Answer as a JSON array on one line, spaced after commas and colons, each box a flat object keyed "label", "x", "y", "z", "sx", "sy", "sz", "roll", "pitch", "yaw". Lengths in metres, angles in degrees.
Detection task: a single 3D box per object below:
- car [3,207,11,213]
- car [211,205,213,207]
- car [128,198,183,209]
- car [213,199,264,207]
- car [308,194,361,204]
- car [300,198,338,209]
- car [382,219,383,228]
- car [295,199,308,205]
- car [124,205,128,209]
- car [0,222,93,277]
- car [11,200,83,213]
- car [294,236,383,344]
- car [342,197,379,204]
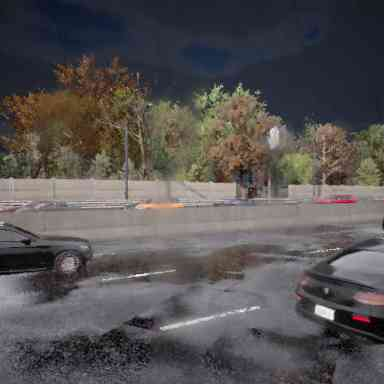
[{"label": "car", "x": -13.345, "y": 1.478, "z": 28.460, "sx": 5.008, "sy": 1.535, "sz": 1.882, "roll": 0, "pitch": 0, "yaw": -30}, {"label": "car", "x": 4.755, "y": 1.548, "z": 39.005, "sx": 5.357, "sy": 1.411, "sz": 2.033, "roll": 0, "pitch": 0, "yaw": -30}, {"label": "car", "x": -3.041, "y": 1.352, "z": 30.411, "sx": 4.553, "sy": 1.767, "sz": 2.097, "roll": 0, "pitch": 0, "yaw": -30}, {"label": "car", "x": 5.271, "y": 1.548, "z": 35.256, "sx": 5.357, "sy": 1.411, "sz": 2.033, "roll": 0, "pitch": 0, "yaw": -30}, {"label": "car", "x": 16.119, "y": 1.224, "z": 37.524, "sx": 5.566, "sy": 2.045, "sz": 2.150, "roll": 0, "pitch": 0, "yaw": -30}, {"label": "car", "x": 17.784, "y": 1.552, "z": 46.596, "sx": 5.357, "sy": 1.411, "sz": 2.033, "roll": 0, "pitch": 0, "yaw": -30}, {"label": "car", "x": 12.972, "y": 1.563, "z": 19.256, "sx": 4.181, "sy": 1.385, "sz": 1.994, "roll": 0, "pitch": 0, "yaw": -30}, {"label": "car", "x": 14.728, "y": 1.495, "z": 40.764, "sx": 4.902, "sy": 1.511, "sz": 2.128, "roll": 0, "pitch": 0, "yaw": -30}, {"label": "car", "x": -4.445, "y": 1.505, "z": 33.641, "sx": 4.892, "sy": 1.490, "sz": 1.837, "roll": 0, "pitch": 0, "yaw": -30}, {"label": "car", "x": -5.041, "y": 1.526, "z": 8.760, "sx": 4.674, "sy": 1.442, "sz": 1.812, "roll": 0, "pitch": 0, "yaw": -30}, {"label": "car", "x": -11.034, "y": 1.492, "z": 25.754, "sx": 4.902, "sy": 1.511, "sz": 2.128, "roll": 0, "pitch": 0, "yaw": -30}, {"label": "car", "x": 3.848, "y": 1.525, "z": 5.838, "sx": 4.674, "sy": 1.442, "sz": 1.812, "roll": 0, "pitch": 0, "yaw": -30}, {"label": "car", "x": 18.075, "y": 1.566, "z": 34.615, "sx": 4.181, "sy": 1.385, "sz": 1.994, "roll": 0, "pitch": 0, "yaw": -30}]
